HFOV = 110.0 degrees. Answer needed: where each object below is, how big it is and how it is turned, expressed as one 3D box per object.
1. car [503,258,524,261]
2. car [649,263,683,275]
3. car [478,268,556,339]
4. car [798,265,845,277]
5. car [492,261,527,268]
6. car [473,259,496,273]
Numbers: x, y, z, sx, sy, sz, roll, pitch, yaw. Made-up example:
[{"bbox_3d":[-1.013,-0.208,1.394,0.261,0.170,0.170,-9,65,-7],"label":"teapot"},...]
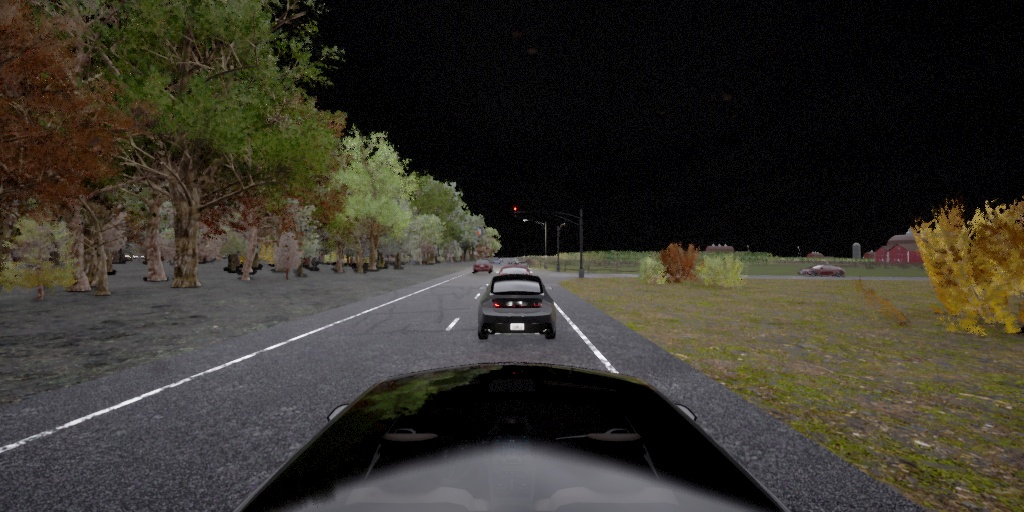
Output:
[{"bbox_3d":[0.752,1.243,51.886,2.128,1.511,4.902,0,0,-16],"label":"car"},{"bbox_3d":[18.058,1.491,42.140,4.902,1.511,2.128,0,-1,1],"label":"car"},{"bbox_3d":[0.112,1.256,10.049,1.837,1.490,4.892,0,0,0],"label":"car"},{"bbox_3d":[36.220,1.725,42.007,4.674,1.442,1.812,1,-1,0],"label":"car"},{"bbox_3d":[0.128,1.231,19.413,1.882,1.535,5.008,0,0,0],"label":"car"},{"bbox_3d":[-3.344,1.105,42.397,2.097,1.767,4.553,0,0,0],"label":"car"}]
